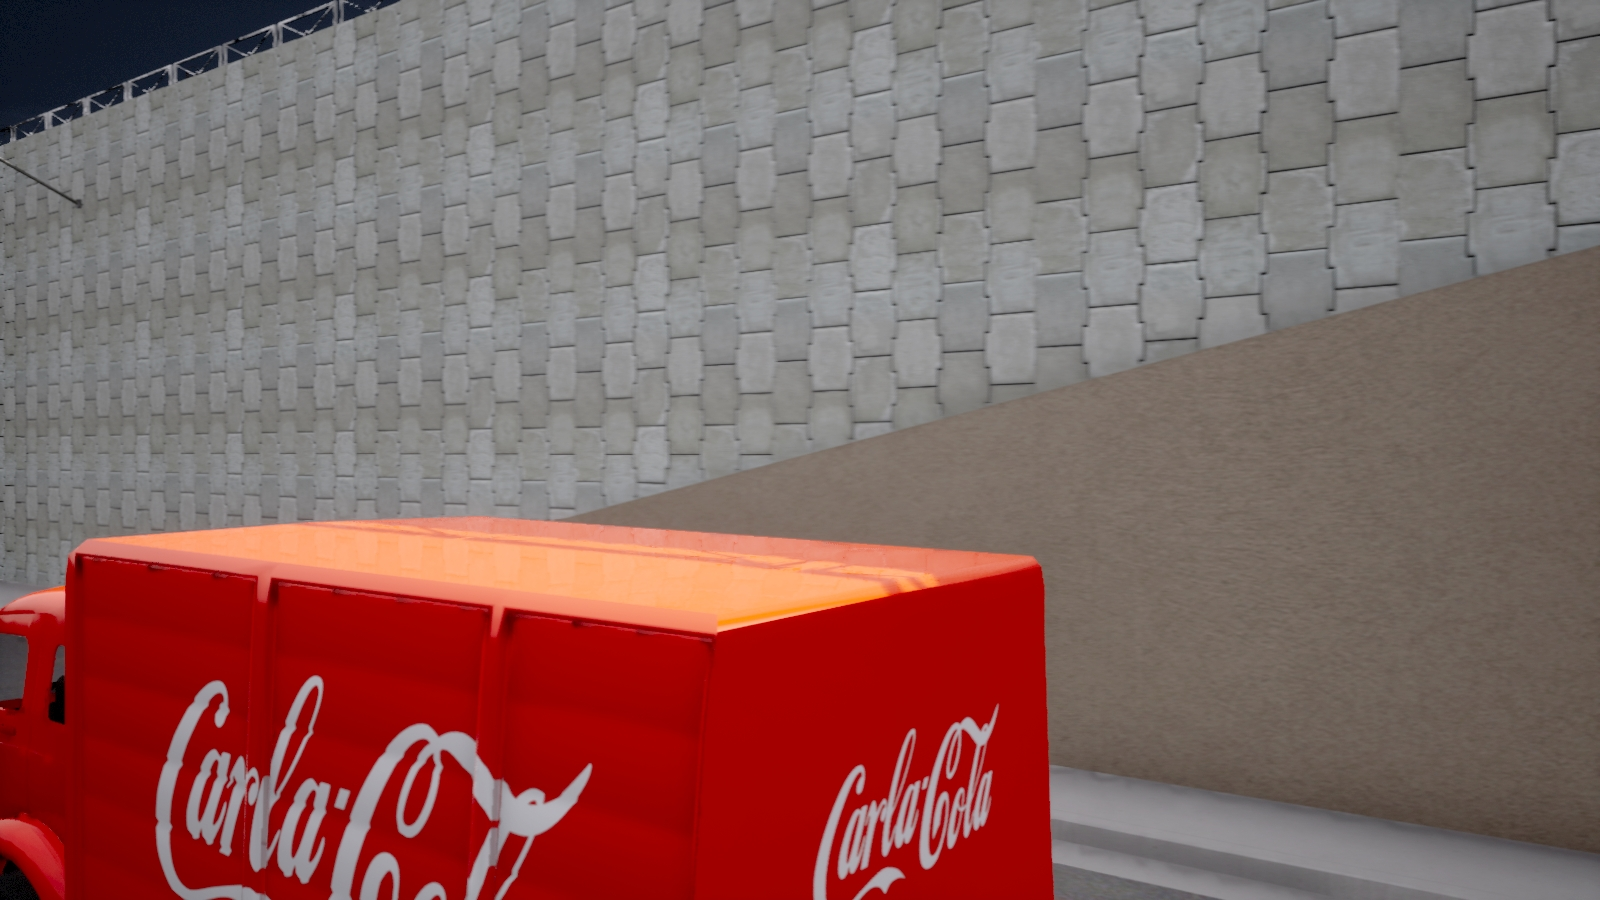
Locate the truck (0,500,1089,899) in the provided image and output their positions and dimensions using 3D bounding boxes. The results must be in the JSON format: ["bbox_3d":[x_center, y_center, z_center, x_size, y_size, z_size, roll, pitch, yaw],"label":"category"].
[{"bbox_3d":[-1.733,1.576,5.001,5.204,2.467,2.627,0,0,35],"label":"truck"}]
